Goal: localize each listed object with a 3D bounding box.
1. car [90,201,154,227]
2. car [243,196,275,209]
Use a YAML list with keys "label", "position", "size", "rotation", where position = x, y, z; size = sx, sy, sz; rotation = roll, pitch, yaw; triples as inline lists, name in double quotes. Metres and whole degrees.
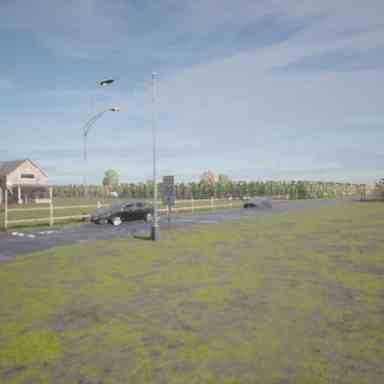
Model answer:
- label: "car"
  position: [-4.463, 1.367, 22.120]
  size: [1.837, 1.490, 4.892]
  rotation: [0, 0, 37]
- label: "car"
  position: [7.915, 1.224, 38.764]
  size: [2.033, 1.411, 5.357]
  rotation: [0, 0, 37]
